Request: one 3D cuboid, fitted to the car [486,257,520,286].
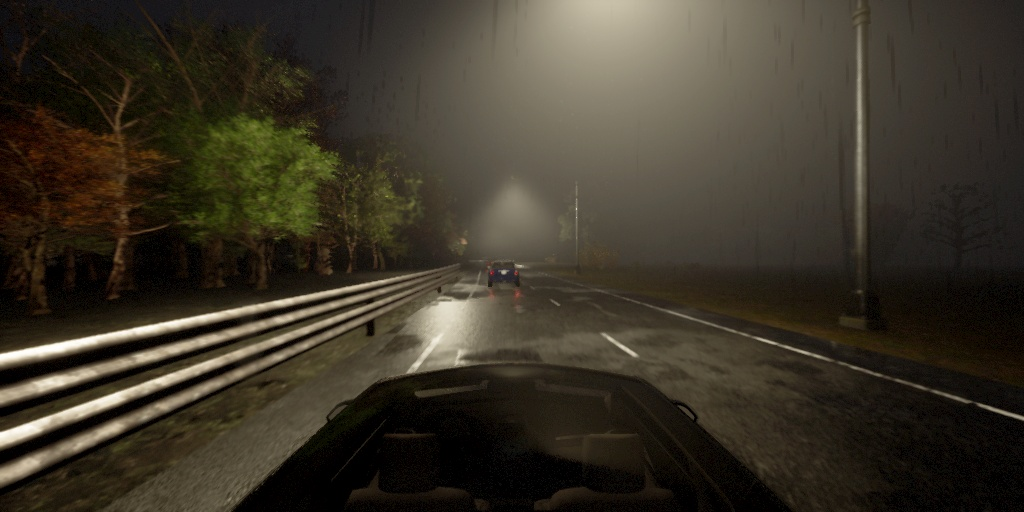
[{"bbox_3d":[-0.641,1.098,25.144,2.097,1.767,4.553,0,0,-4],"label":"car"}]

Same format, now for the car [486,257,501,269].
[{"bbox_3d":[-2.852,1.088,55.075,2.097,1.767,4.553,0,0,-4],"label":"car"}]
